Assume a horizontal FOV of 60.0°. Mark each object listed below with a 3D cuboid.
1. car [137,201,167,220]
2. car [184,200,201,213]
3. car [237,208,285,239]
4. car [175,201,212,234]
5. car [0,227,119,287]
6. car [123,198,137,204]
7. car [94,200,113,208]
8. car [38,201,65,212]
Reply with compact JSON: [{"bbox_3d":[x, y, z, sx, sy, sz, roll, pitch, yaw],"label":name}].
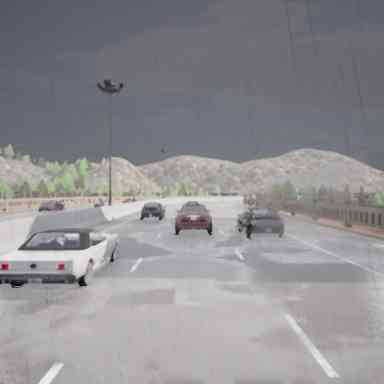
[{"bbox_3d":[-3.419,1.674,29.765,1.837,1.490,4.892,0,0,0],"label":"car"},{"bbox_3d":[0.074,1.781,41.010,2.033,1.411,5.357,0,0,0],"label":"car"},{"bbox_3d":[3.588,1.595,18.012,2.128,1.511,4.902,0,0,0],"label":"car"},{"bbox_3d":[0.087,1.467,20.164,2.097,1.767,4.553,0,0,0],"label":"car"},{"bbox_3d":[-3.413,1.655,9.451,1.895,1.301,4.718,0,0,0],"label":"car"},{"bbox_3d":[-10.516,1.817,57.000,2.128,1.511,4.902,0,0,1],"label":"car"},{"bbox_3d":[-14.050,1.902,53.010,1.895,1.301,4.718,0,0,0],"label":"car"},{"bbox_3d":[-17.586,1.802,41.826,1.994,1.385,4.181,0,0,0],"label":"car"}]
